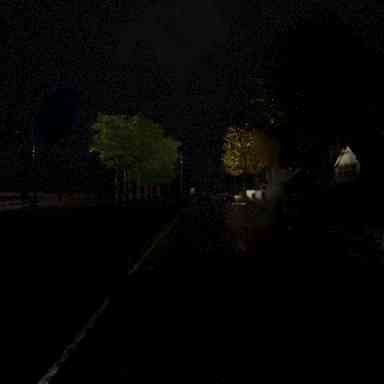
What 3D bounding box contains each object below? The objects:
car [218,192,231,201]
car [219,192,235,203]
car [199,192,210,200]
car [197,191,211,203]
[{"bbox_3d":[5.759,0.708,59.019,2.033,1.411,5.357,0,1,3],"label":"car"},{"bbox_3d":[5.292,0.933,49.060,1.895,1.301,4.718,0,1,3],"label":"car"},{"bbox_3d":[2.263,0.683,59.183,1.812,1.442,4.674,0,1,3],"label":"car"},{"bbox_3d":[1.793,0.682,49.159,2.097,1.767,4.553,0,1,3],"label":"car"}]
